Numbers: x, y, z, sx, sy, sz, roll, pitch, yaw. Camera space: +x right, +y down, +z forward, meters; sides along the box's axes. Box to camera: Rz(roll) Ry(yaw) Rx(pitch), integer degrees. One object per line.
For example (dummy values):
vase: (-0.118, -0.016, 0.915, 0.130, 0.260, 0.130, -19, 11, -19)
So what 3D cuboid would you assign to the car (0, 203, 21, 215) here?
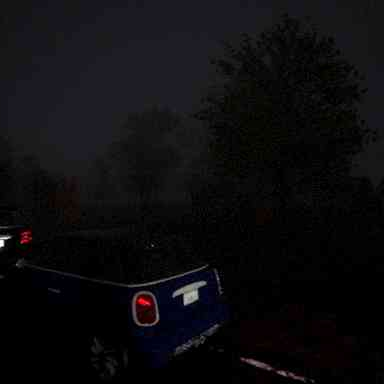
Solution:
car: (-6.665, 1.299, 9.205, 5.566, 2.045, 2.150, 0, -1, 35)

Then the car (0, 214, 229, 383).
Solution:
car: (-1.728, 1.408, 5.639, 4.553, 1.767, 2.097, 0, -1, 36)
